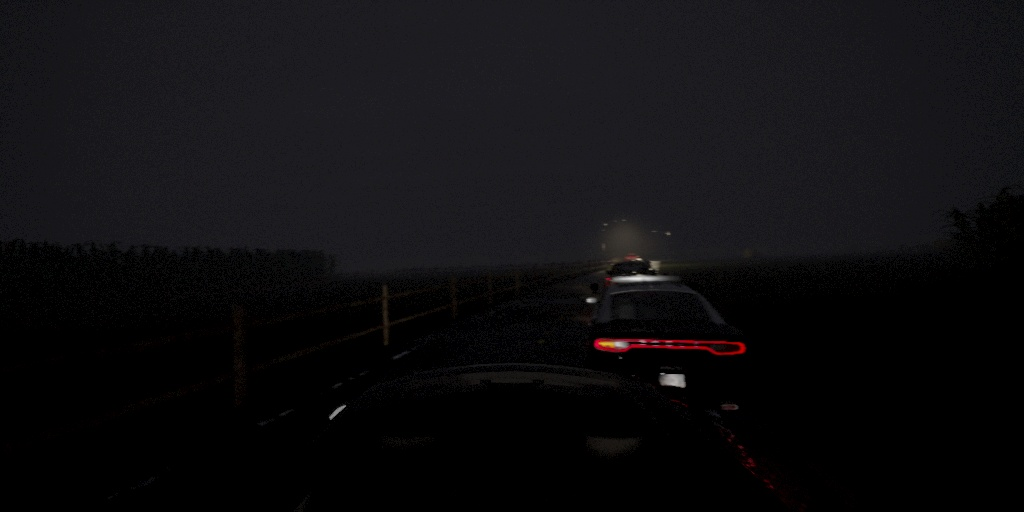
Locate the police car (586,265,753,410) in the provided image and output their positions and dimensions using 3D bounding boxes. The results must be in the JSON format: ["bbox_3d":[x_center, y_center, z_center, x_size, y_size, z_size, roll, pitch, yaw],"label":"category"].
[{"bbox_3d":[2.369,1.122,6.355,1.930,1.638,5.238,-2,0,15],"label":"police car"}]

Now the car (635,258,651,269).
[{"bbox_3d":[18.197,0.980,49.635,1.895,1.301,4.718,-2,0,23],"label":"car"}]

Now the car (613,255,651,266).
[{"bbox_3d":[5.169,1.003,15.650,2.097,1.767,4.553,-2,0,19],"label":"car"}]

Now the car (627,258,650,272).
[{"bbox_3d":[14.296,1.030,40.341,1.994,1.385,4.181,-2,0,24],"label":"car"}]
